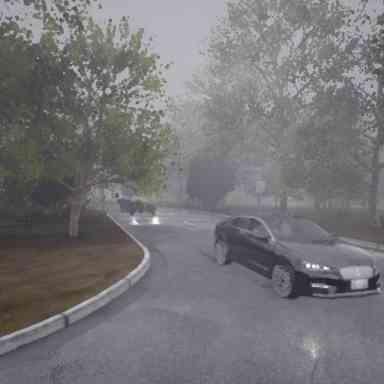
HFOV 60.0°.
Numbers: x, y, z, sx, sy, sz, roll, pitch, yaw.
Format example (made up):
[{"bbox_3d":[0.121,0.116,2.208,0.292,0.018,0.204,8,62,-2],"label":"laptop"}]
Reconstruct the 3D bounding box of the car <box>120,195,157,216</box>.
[{"bbox_3d":[-4.332,0.956,26.392,1.882,1.535,5.008,2,0,-26],"label":"car"}]

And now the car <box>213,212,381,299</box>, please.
[{"bbox_3d":[2.099,1.281,8.054,2.128,1.511,4.902,1,1,-19],"label":"car"}]
